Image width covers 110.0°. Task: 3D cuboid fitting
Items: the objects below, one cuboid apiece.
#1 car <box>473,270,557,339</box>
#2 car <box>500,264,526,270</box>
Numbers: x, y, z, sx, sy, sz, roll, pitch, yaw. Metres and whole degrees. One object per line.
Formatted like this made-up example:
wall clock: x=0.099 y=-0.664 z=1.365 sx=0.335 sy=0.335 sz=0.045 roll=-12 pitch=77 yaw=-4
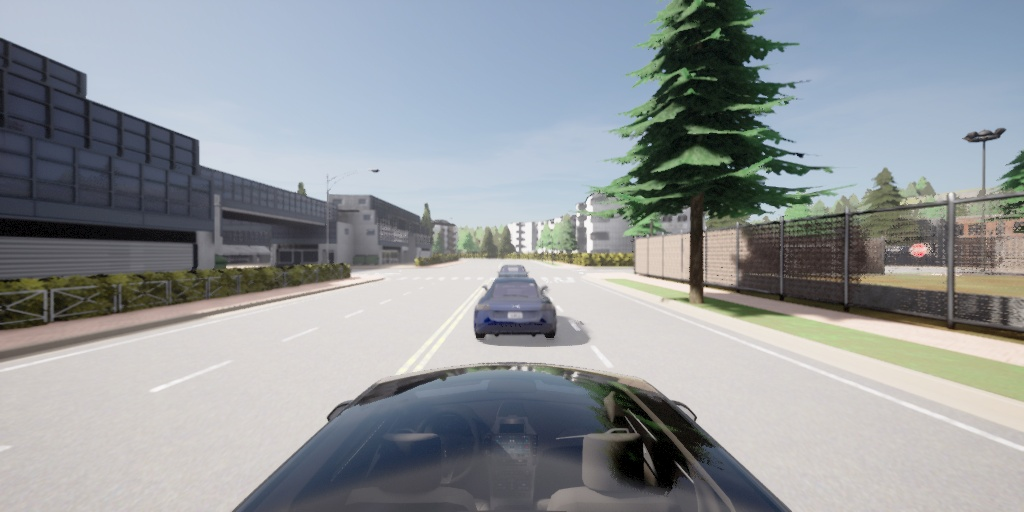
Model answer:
car: x=0.077 y=1.257 z=9.869 sx=1.994 sy=1.385 sz=4.181 roll=0 pitch=0 yaw=0
car: x=0.061 y=1.166 z=20.395 sx=2.033 sy=1.411 sz=5.357 roll=0 pitch=0 yaw=0
